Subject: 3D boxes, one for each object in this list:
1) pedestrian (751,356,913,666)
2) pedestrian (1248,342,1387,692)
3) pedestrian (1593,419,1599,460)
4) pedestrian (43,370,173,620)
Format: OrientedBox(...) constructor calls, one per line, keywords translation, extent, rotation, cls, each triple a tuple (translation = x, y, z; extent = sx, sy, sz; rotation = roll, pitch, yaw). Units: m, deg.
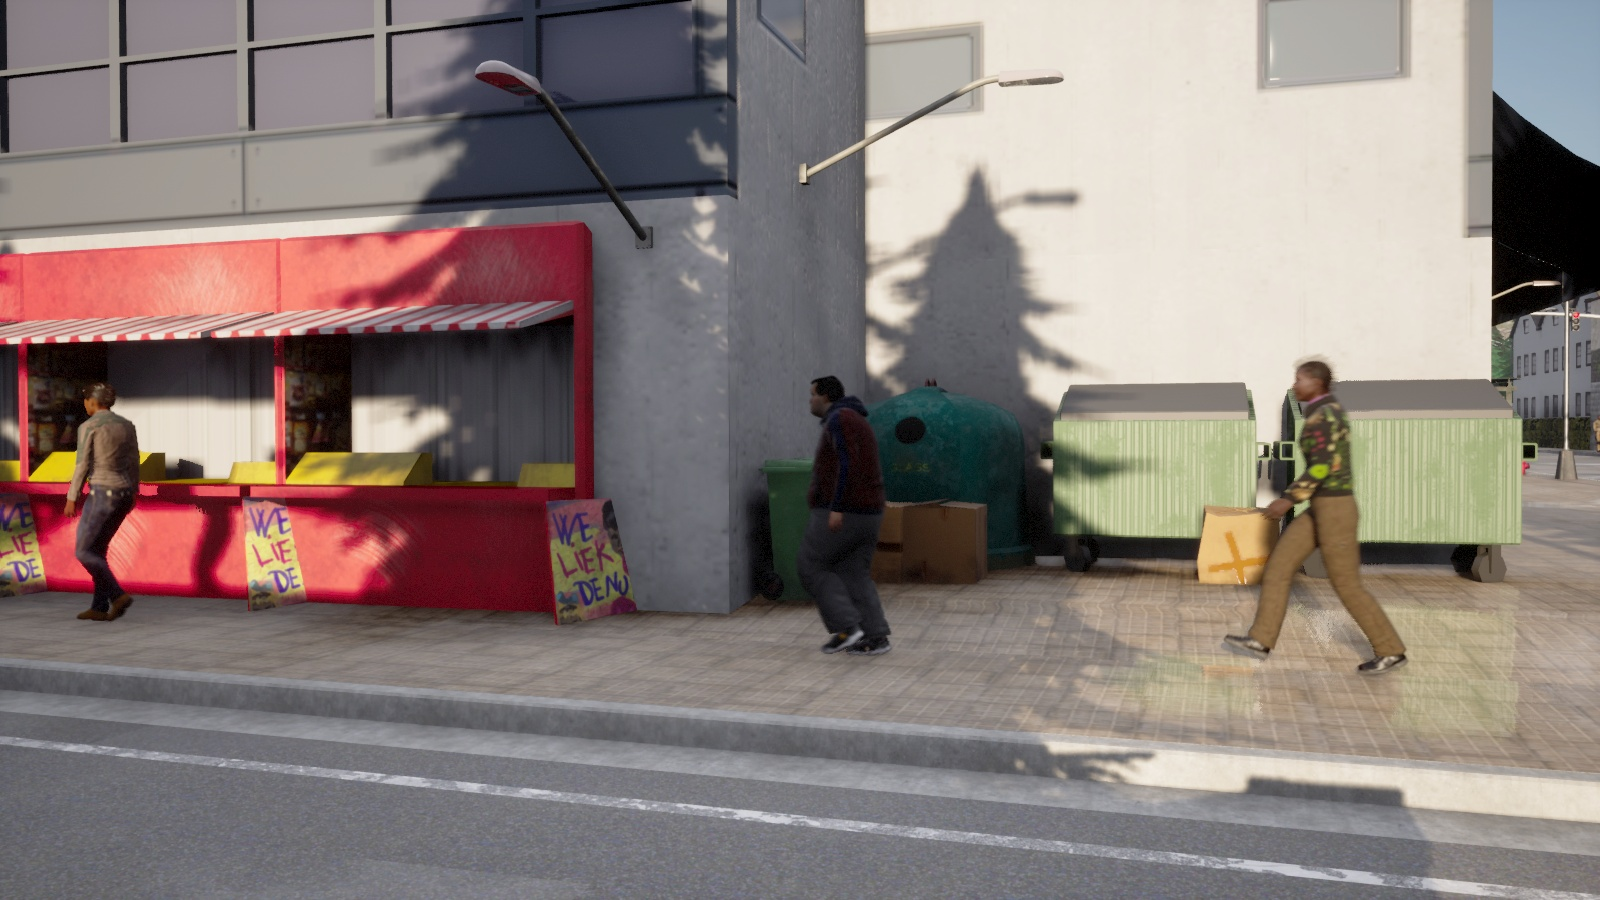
OrientedBox(translation=(0.215, 0.356, 7.856), extent=(0.899, 1.844, 0.634), rotation=(0, 1, 13), cls="pedestrian")
OrientedBox(translation=(2.955, 0.366, 7.211), extent=(0.692, 1.930, 0.395), rotation=(1, 1, 18), cls="pedestrian")
OrientedBox(translation=(38.054, -0.505, 59.665), extent=(0.396, 1.930, 0.692), rotation=(0, 1, 13), cls="pedestrian")
OrientedBox(translation=(-5.140, 0.319, 9.335), extent=(0.869, 1.805, 0.328), rotation=(0, 1, 17), cls="pedestrian")
